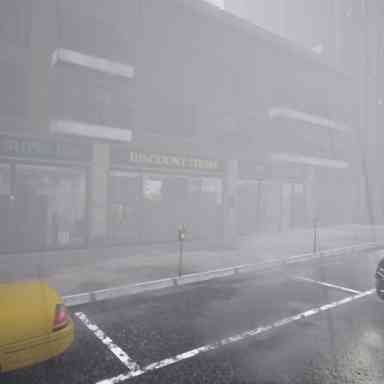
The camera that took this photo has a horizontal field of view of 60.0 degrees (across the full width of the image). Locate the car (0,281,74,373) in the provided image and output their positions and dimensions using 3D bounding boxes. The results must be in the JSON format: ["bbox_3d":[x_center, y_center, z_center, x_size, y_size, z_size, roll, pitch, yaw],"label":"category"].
[{"bbox_3d":[-3.789,1.525,3.368,4.829,1.417,1.752,0,2,-35],"label":"car"}]

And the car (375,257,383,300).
[{"bbox_3d":[5.863,1.486,7.130,5.008,1.535,1.882,0,0,-36],"label":"car"}]
